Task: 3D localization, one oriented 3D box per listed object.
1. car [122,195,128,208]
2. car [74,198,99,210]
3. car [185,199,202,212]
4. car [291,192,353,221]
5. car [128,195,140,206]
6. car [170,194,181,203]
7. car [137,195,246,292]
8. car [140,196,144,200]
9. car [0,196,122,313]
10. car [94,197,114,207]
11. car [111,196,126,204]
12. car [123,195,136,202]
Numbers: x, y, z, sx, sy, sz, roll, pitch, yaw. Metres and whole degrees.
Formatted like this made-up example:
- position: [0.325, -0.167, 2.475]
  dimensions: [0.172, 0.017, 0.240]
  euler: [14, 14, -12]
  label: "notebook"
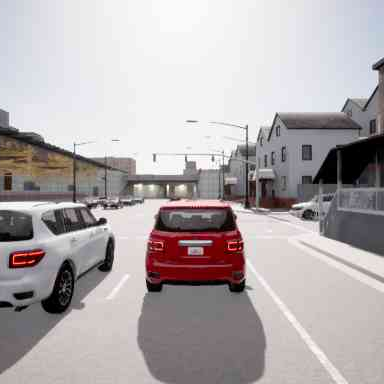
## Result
- position: [-10.495, 1.491, 44.660]
  dimensions: [2.128, 1.511, 4.902]
  euler: [0, 0, 0]
  label: "car"
- position: [-13.996, 1.564, 44.248]
  dimensions: [1.994, 1.385, 4.181]
  euler: [0, 0, 0]
  label: "car"
- position: [0.176, 1.566, 40.201]
  dimensions: [1.994, 1.385, 4.181]
  euler: [0, 0, 0]
  label: "car"
- position: [11.391, 1.198, 28.711]
  dimensions: [5.566, 2.045, 2.150]
  euler: [-5, 0, 0]
  label: "car"
- position: [-10.464, 1.547, 54.409]
  dimensions: [2.033, 1.411, 5.357]
  euler: [0, 0, 0]
  label: "car"
- position: [-3.338, 1.352, 69.181]
  dimensions: [2.097, 1.767, 4.553]
  euler: [0, 0, 0]
  label: "car"
- position: [0.099, 1.221, 9.049]
  dimensions: [2.150, 2.045, 5.566]
  euler: [0, 0, 1]
  label: "car"
- position: [-10.385, 1.547, 64.698]
  dimensions: [2.033, 1.411, 5.357]
  euler: [0, 0, 0]
  label: "car"
- position: [-3.409, 1.221, 7.786]
  dimensions: [2.150, 2.045, 5.566]
  euler: [0, 0, 1]
  label: "car"
- position: [-13.965, 1.526, 52.989]
  dimensions: [1.812, 1.442, 4.674]
  euler: [0, 0, 0]
  label: "car"
- position: [-13.898, 1.505, 63.344]
  dimensions: [1.837, 1.490, 4.892]
  euler: [0, 0, 0]
  label: "car"
- position: [-13.827, 1.493, 73.758]
  dimensions: [1.837, 1.490, 4.892]
  euler: [0, 0, 0]
  label: "car"
